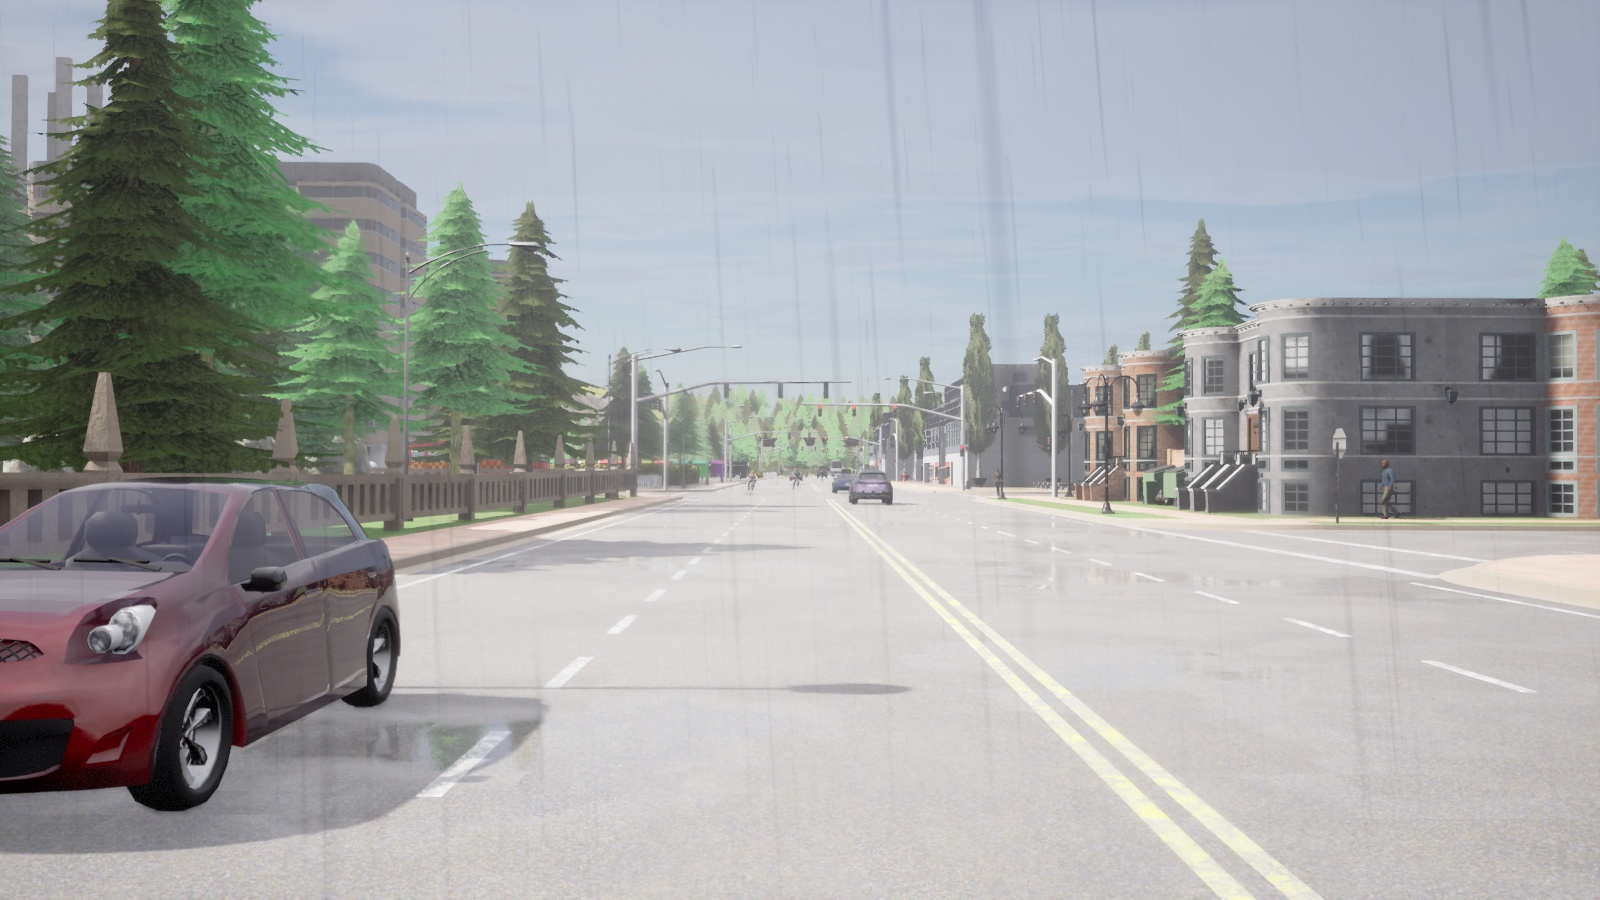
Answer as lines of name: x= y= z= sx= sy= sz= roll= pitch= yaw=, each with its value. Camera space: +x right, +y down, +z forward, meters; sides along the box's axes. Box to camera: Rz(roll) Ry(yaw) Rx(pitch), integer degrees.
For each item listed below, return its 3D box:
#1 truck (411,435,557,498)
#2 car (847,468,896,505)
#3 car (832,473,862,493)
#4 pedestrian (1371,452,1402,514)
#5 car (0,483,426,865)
truck: x=-19.814 y=1.028 z=79.060 sx=8.468 sy=3.827 sz=2.891 roll=0 pitch=-1 yaw=0
car: x=3.367 y=1.715 z=59.864 sx=2.033 sy=1.649 sz=4.856 roll=0 pitch=-1 yaw=0
car: x=3.303 y=2.326 z=88.889 sx=1.994 sy=1.385 sz=4.181 roll=0 pitch=-1 yaw=0
pedestrian: x=17.404 y=0.986 z=37.279 sx=0.726 sy=1.835 sz=0.370 roll=0 pitch=-1 yaw=6
car: x=-3.515 y=0.956 z=6.898 sx=1.845 sy=1.501 sz=3.633 roll=0 pitch=-1 yaw=0
